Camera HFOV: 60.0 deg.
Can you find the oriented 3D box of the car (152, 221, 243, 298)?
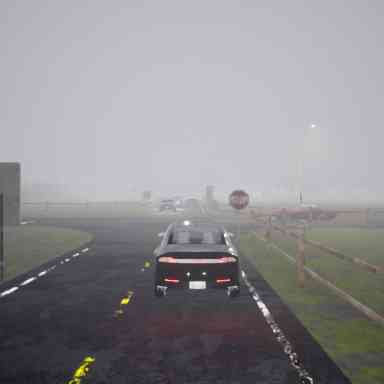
[{"bbox_3d":[0.103,1.491,8.511,2.128,1.511,4.902,0,0,0],"label":"car"}]

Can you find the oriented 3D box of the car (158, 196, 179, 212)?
[{"bbox_3d":[-2.795,1.501,38.938,1.837,1.490,4.892,0,0,-1],"label":"car"}]

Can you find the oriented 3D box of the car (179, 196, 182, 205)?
[{"bbox_3d":[-2.819,1.595,48.863,1.895,1.301,4.718,0,0,0],"label":"car"}]

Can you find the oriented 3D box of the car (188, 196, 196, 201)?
[{"bbox_3d":[0.018,1.582,81.493,1.895,1.301,4.718,0,0,0],"label":"car"}]

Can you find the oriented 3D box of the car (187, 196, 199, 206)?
[{"bbox_3d":[0.112,1.471,55.489,1.882,1.535,5.008,0,0,0],"label":"car"}]

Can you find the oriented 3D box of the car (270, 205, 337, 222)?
[{"bbox_3d":[8.590,1.676,26.036,4.718,1.301,1.895,0,0,1],"label":"car"}]
